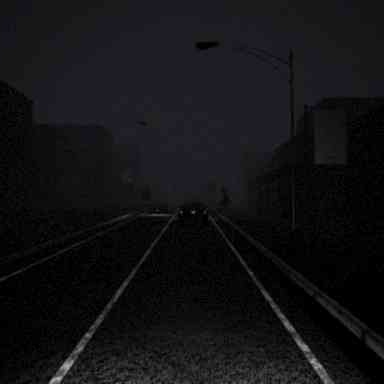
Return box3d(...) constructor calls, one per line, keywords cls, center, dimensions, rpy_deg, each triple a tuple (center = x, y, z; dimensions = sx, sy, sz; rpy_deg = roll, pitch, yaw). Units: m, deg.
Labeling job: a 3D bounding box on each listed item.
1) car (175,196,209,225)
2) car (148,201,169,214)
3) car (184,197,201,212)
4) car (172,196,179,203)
box3d(cls="car", center=(0.090, 1.402, 24.300), dimensions=(2.097, 1.767, 4.553), rpy_deg=(0, 0, 0))
box3d(cls="car", center=(-3.539, 1.662, 36.163), dimensions=(1.994, 1.385, 4.181), rpy_deg=(0, 0, 0))
box3d(cls="car", center=(0.092, 1.480, 42.227), dimensions=(2.097, 1.767, 4.553), rpy_deg=(0, 0, 0))
box3d(cls="car", center=(-3.532, 1.692, 77.633), dimensions=(1.837, 1.490, 4.892), rpy_deg=(0, 0, 0))
